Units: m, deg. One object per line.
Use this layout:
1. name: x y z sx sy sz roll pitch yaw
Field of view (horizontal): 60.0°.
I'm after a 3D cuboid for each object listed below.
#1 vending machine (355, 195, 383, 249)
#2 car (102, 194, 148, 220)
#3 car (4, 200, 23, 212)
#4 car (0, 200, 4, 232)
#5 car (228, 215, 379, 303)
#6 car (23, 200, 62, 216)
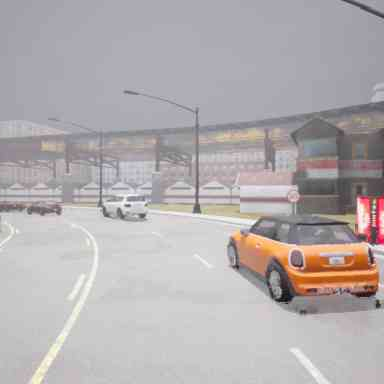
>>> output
1. vending machine: 7.509 1.195 13.697 1.100 2.100 0.880 0 0 -15
2. car: -5.816 1.221 28.443 2.150 2.045 5.566 0 0 -35
3. car: -21.471 1.601 38.452 4.718 1.301 1.895 0 0 26
4. car: -12.305 1.381 19.363 2.097 1.767 4.553 0 0 -30
5. car: 2.436 1.351 8.512 2.097 1.767 4.553 0 0 -10
6. car: -14.501 1.526 32.705 4.674 1.442 1.812 0 0 42
